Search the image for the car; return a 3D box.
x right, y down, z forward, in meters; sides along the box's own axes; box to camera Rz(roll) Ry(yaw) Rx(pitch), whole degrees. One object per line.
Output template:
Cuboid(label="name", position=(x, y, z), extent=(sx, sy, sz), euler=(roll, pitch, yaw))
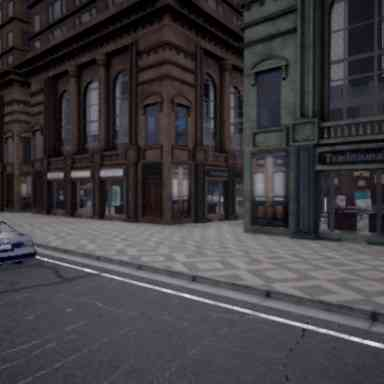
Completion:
Cuboid(label="car", position=(-6.974, 1.535, 10.588), extent=(5.357, 1.411, 2.033), euler=(0, 0, 39))
